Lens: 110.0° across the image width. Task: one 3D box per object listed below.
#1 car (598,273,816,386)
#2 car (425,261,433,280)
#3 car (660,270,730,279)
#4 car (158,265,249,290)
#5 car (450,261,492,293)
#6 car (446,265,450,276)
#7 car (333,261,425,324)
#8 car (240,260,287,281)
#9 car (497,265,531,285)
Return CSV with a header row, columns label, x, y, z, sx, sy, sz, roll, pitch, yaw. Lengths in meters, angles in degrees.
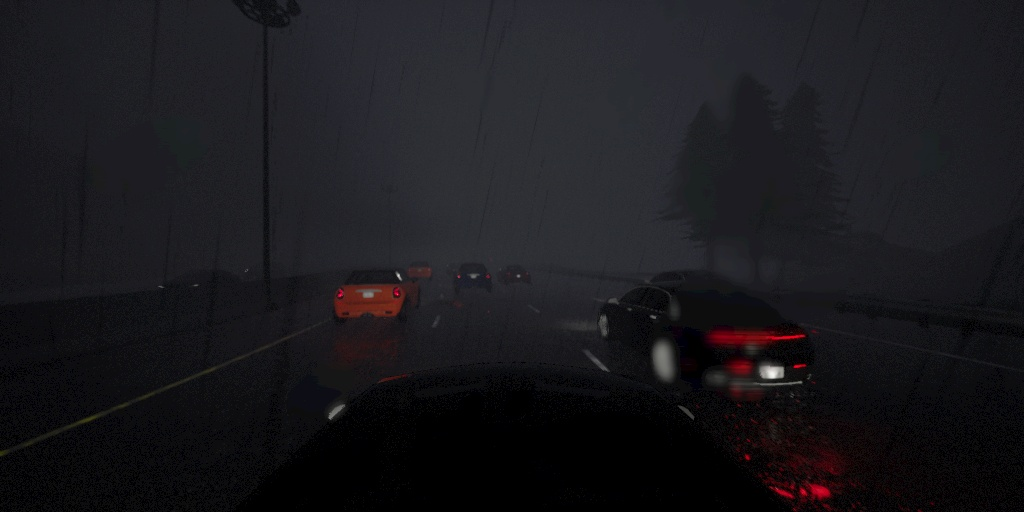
label,x,y,z,sx,sy,sz,roll,pitch,yaw
car,3.159,1.245,6.994,1.837,1.490,4.892,0,0,-4
car,-8.174,1.217,32.120,2.097,1.767,4.553,0,0,-12
car,6.076,1.239,12.836,1.837,1.490,4.892,0,0,-7
car,-16.354,1.417,19.081,1.812,1.442,4.674,0,0,-12
car,-2.490,1.159,21.716,2.097,1.767,4.553,0,0,-11
car,-6.285,1.433,40.174,1.994,1.385,4.181,0,0,-12
car,-4.451,1.153,12.503,2.097,1.767,4.553,0,0,-8
car,-22.971,1.314,33.572,2.097,1.767,4.553,0,0,-12
car,0.060,1.365,26.837,1.994,1.385,4.181,0,0,-11
